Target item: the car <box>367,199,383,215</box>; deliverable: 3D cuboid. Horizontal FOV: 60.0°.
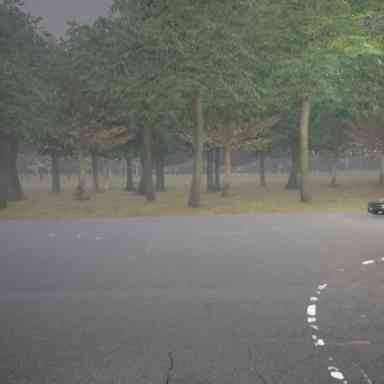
[{"bbox_3d":[13.597,0.724,20.671,5.008,1.535,1.882,-2,3,0],"label":"car"}]
